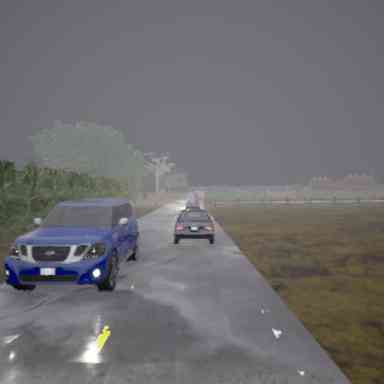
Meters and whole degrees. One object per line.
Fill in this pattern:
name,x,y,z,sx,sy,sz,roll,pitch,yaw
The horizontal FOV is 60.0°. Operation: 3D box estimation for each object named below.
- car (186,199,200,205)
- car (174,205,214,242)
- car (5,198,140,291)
car,0.081,1.641,42.122,2.033,1.411,5.357,0,0,0
car,0.094,1.562,16.289,2.033,1.411,5.357,0,0,0
car,-2.855,1.225,9.350,2.150,2.045,5.566,0,0,0
